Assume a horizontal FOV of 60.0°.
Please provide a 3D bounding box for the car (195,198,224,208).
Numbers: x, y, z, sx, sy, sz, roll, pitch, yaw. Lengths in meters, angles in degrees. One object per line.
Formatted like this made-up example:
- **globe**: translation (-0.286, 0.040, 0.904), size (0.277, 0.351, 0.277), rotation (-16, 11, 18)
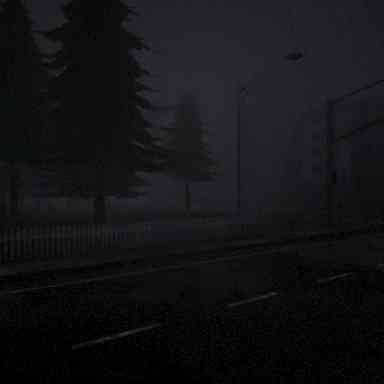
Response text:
- **car**: translation (2.355, 1.493, 46.904), size (2.033, 1.411, 5.357), rotation (0, 0, -34)
